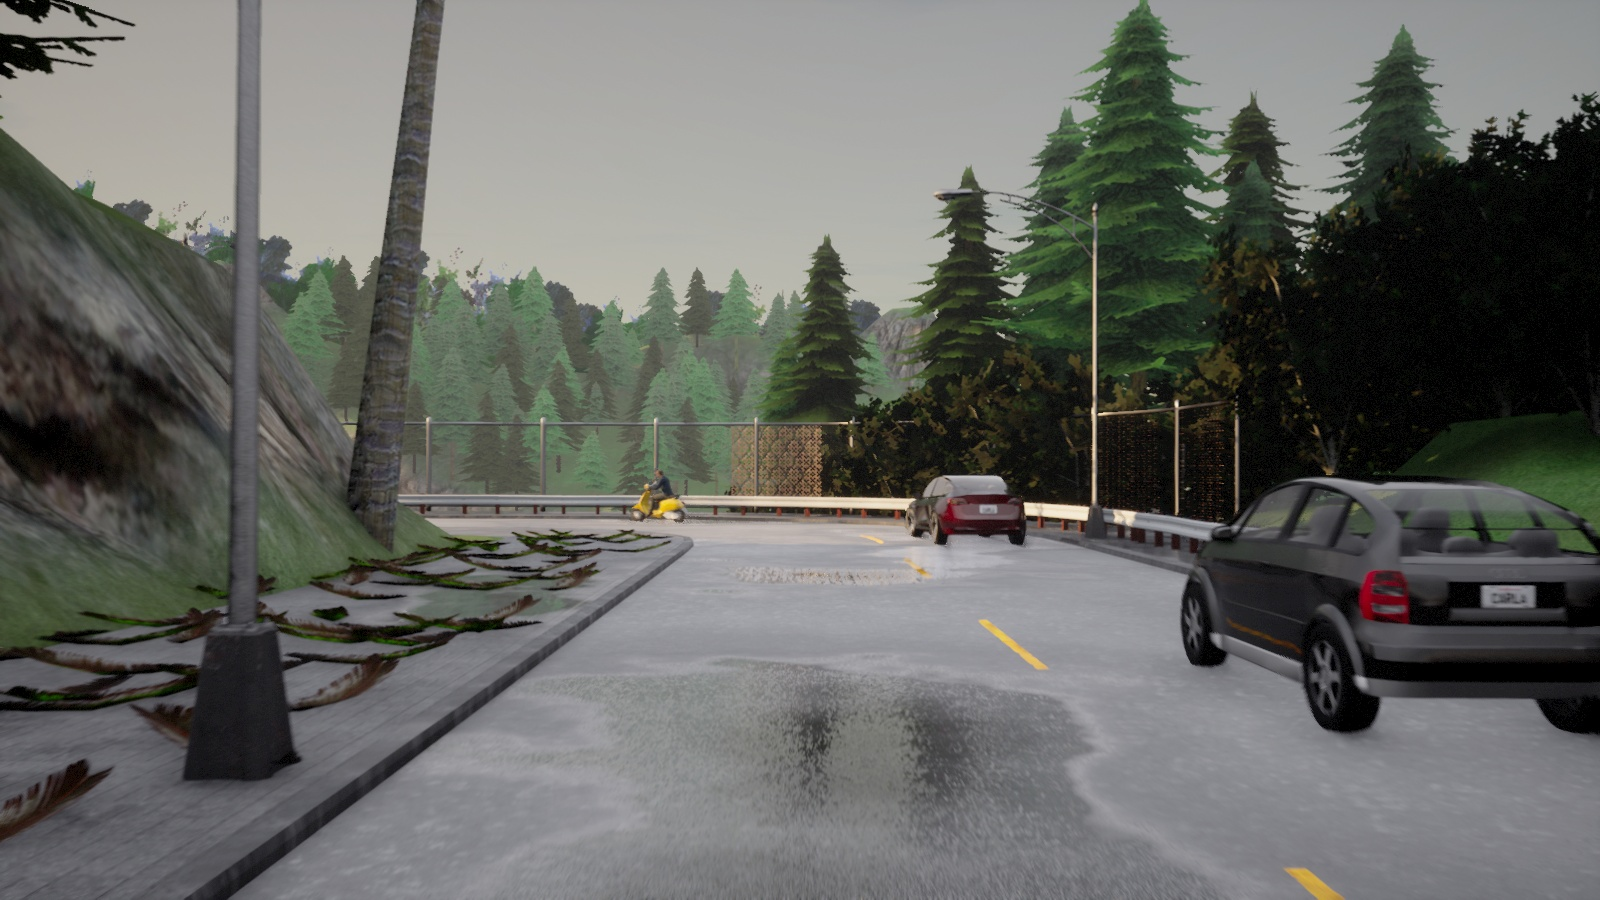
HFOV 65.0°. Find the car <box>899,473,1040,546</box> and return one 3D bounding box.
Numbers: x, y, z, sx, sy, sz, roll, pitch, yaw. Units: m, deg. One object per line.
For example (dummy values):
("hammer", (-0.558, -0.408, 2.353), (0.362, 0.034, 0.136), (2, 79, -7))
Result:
("car", (3.714, 1.278, 28.507), (2.163, 1.488, 4.792), (0, -1, -5))

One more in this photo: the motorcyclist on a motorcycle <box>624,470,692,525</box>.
("motorcyclist on a motorcycle", (-4.259, 1.417, 37.636), (1.817, 1.590, 0.866), (-1, 1, 17))

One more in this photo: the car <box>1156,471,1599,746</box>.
("car", (3.973, 0.928, 8.975), (1.789, 1.549, 3.705), (0, -1, 0))
